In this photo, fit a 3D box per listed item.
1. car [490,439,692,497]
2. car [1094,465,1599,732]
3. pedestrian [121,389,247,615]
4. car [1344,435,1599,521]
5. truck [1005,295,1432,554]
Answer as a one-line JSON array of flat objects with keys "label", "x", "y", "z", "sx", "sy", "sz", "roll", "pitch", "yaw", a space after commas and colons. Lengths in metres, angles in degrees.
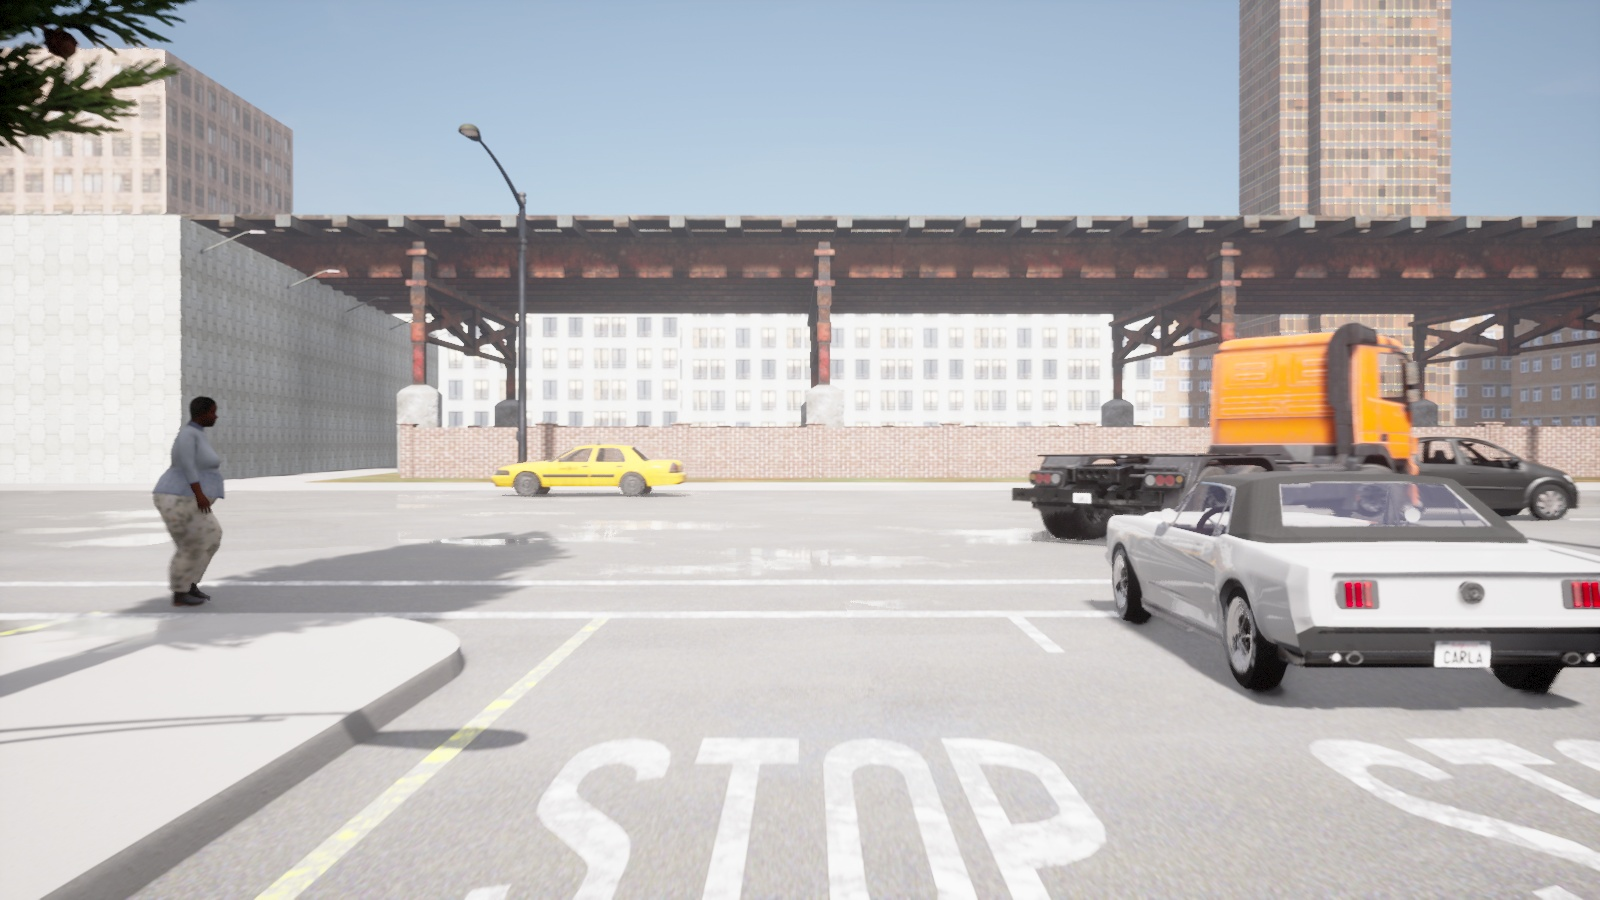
[{"label": "car", "x": -5.799, "y": 0.482, "z": 35.236, "sx": 5.366, "sy": 1.575, "sz": 1.801, "roll": 0, "pitch": 0, "yaw": 1}, {"label": "car", "x": 3.566, "y": 0.800, "z": 8.884, "sx": 1.895, "sy": 1.301, "sz": 4.718, "roll": 0, "pitch": 0, "yaw": 0}, {"label": "pedestrian", "x": -5.298, "y": 0.426, "z": 10.863, "sx": 0.900, "sy": 1.855, "sz": 0.874, "roll": 0, "pitch": 0, "yaw": -21}, {"label": "car", "x": 12.988, "y": 0.517, "z": 24.460, "sx": 3.988, "sy": 1.617, "sz": 1.851, "roll": 0, "pitch": 0, "yaw": 1}, {"label": "truck", "x": 7.068, "y": -0.345, "z": 20.451, "sx": 7.936, "sy": 3.462, "sz": 2.891, "roll": 0, "pitch": 0, "yaw": -40}]
